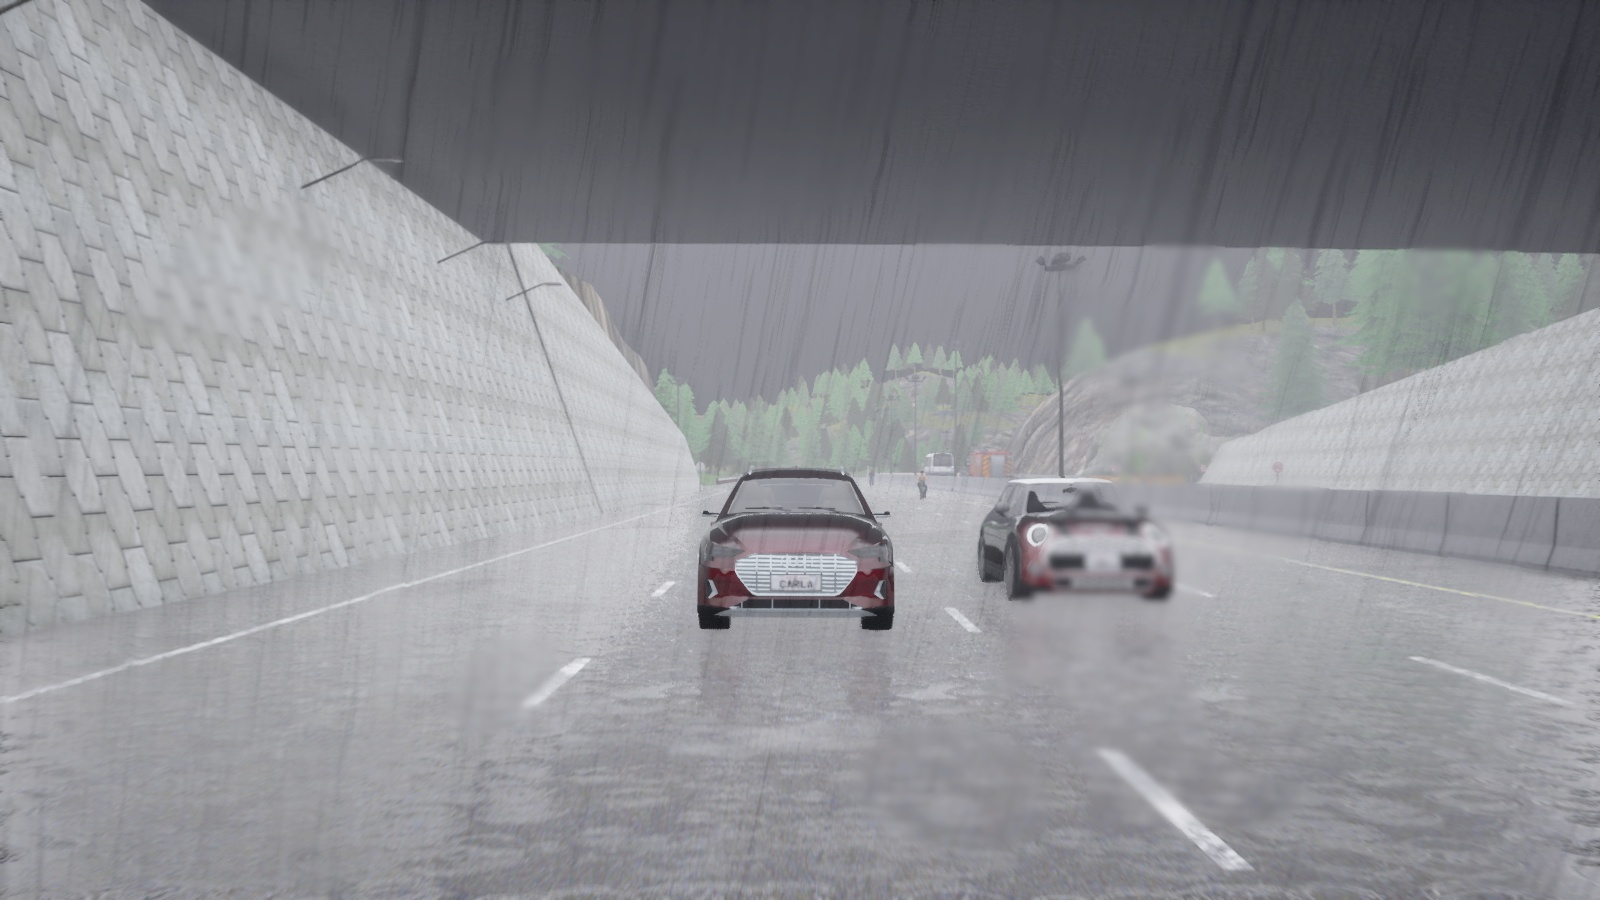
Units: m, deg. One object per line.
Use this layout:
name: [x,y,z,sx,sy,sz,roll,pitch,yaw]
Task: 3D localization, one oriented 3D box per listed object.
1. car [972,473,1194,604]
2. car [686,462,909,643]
car: [3.461,1.036,16.111,1.970,1.475,3.806,0,-1,0]
car: [-0.034,0.978,13.912,2.033,1.649,4.856,0,-1,0]
